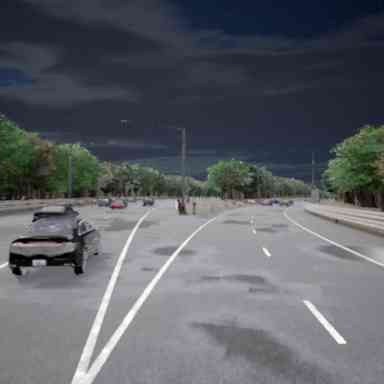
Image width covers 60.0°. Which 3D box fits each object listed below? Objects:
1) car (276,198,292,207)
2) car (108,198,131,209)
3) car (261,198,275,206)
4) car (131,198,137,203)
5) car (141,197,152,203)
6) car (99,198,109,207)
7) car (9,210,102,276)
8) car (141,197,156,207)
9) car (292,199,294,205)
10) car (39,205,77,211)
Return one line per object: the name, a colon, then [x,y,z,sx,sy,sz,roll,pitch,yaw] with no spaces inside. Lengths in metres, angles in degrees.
car: [19.360,2.288,69.857,1.812,1.442,4.674,0,-1,22]
car: [-10.997,1.869,50.760,1.994,1.385,4.181,1,0,-2]
car: [15.805,2.290,70.386,1.994,1.385,4.181,0,-1,22]
car: [-14.861,2.067,82.562,1.994,1.385,4.181,1,0,2]
car: [-11.343,2.082,83.348,1.812,1.442,4.674,1,0,2]
car: [-14.801,1.844,57.830,1.812,1.442,4.674,1,0,-1]
car: [-4.041,1.535,10.518,2.128,1.511,4.902,1,0,-8]
car: [-7.962,1.933,62.434,1.837,1.490,4.892,0,0,-1]
car: [23.022,2.123,79.102,2.097,1.767,4.553,0,-1,22]
car: [-8.873,1.572,22.169,1.882,1.535,5.008,1,0,-6]
